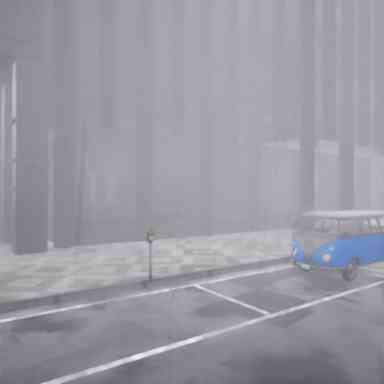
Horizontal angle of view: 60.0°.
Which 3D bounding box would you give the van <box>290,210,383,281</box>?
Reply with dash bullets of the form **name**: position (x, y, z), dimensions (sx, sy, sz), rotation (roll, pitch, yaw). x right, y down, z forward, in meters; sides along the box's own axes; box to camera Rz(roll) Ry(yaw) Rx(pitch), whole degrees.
- **van**: position (4.647, 1.428, 9.851), dimensions (3.998, 1.788, 1.690), rotation (1, -1, -35)
